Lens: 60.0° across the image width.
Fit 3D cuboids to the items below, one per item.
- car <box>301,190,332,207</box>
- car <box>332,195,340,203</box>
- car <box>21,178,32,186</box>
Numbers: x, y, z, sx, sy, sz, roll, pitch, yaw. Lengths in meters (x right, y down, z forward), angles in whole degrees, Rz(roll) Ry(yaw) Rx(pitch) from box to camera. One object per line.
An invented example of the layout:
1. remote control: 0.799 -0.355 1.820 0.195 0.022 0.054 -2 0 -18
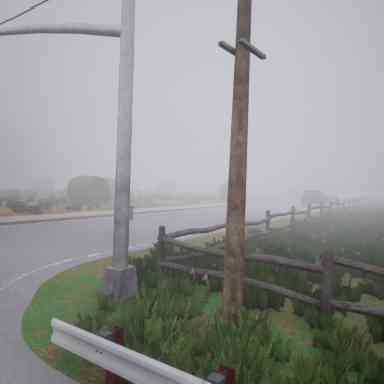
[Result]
1. car: 15.453 0.816 41.801 2.150 2.045 5.566 3 2 34
2. car: 21.206 1.138 50.698 1.994 1.385 4.181 3 2 33
3. car: -39.132 -2.293 79.214 1.905 1.878 3.866 8 2 -13
